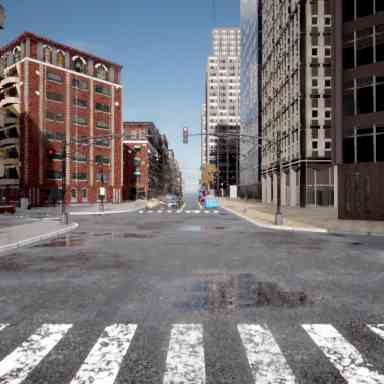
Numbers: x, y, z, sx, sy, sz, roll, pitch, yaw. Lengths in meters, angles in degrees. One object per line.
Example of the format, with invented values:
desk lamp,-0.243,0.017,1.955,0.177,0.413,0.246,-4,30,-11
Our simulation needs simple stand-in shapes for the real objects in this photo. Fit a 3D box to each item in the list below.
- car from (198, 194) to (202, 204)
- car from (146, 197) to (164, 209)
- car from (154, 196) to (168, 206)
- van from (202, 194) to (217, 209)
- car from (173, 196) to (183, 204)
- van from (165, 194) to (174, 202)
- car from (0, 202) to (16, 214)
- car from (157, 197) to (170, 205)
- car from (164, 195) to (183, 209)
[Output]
car,2.576,1.644,67.993,1.887,1.381,4.507,0,0,0
car,-5.306,1.570,45.615,1.752,1.417,4.829,0,0,0
car,-5.305,1.510,56.891,1.967,1.590,4.097,0,0,0
van,2.575,1.386,45.784,1.690,1.788,3.998,0,0,0
car,-2.766,1.621,66.428,1.812,1.442,4.674,0,0,1
van,-5.302,1.474,79.099,1.690,1.788,3.998,0,0,0
car,-21.140,1.790,36.458,4.718,1.301,1.895,-1,-1,41
car,-5.305,1.650,62.443,1.947,1.339,4.313,0,0,0
car,-2.807,1.537,45.974,2.128,1.511,4.902,0,0,2
